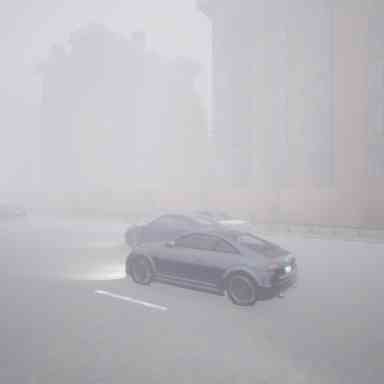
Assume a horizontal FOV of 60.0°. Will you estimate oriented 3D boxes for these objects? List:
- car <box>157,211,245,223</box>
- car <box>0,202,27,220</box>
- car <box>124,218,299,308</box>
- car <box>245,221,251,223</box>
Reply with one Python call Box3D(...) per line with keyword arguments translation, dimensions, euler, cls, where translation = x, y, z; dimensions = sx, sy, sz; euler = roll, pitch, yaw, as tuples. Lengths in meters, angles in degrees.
Box3D(translation=(-0.569, 1.525, 12.990), dimensions=(4.674, 1.442, 1.812), euler=(0, 0, 35), cls="car")
Box3D(translation=(-15.869, 1.563, 28.193), dimensions=(4.181, 1.385, 1.994), euler=(0, 0, 35), cls="car")
Box3D(translation=(0.364, 1.564, 8.029), dimensions=(4.181, 1.385, 1.994), euler=(0, 0, 35), cls="car")
Box3D(translation=(0.419, 1.601, 16.585), dimensions=(4.718, 1.301, 1.895), euler=(0, 0, 35), cls="car")
